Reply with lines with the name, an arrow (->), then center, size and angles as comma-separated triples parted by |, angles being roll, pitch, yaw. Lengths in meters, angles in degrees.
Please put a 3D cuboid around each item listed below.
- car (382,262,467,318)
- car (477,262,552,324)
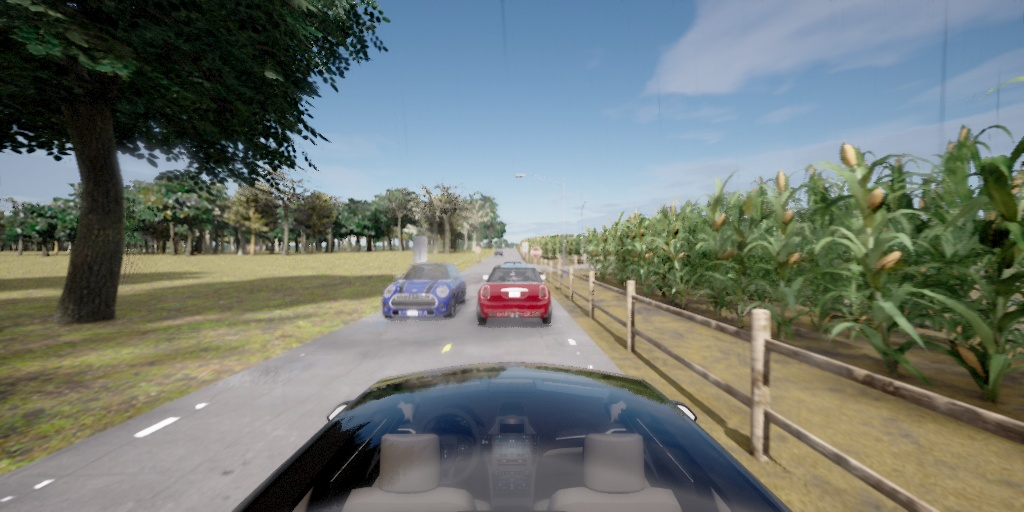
car -> -2.852, 1.025, 12.545 | 2.097, 1.767, 4.553 | 0, 1, 0
car -> 0.072, 1.032, 11.767 | 2.097, 1.767, 4.553 | 0, 1, 0
